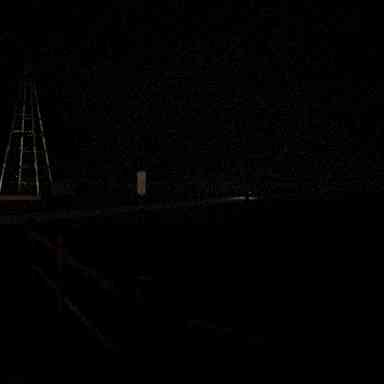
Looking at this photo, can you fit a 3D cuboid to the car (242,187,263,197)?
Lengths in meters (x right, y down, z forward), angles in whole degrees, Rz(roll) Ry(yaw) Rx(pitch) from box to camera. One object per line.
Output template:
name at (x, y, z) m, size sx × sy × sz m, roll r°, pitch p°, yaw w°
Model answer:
car at (9.640, 0.019, 52.899) m, size 1.837 × 1.490 × 4.892 m, roll 0°, pitch 1°, yaw 35°
